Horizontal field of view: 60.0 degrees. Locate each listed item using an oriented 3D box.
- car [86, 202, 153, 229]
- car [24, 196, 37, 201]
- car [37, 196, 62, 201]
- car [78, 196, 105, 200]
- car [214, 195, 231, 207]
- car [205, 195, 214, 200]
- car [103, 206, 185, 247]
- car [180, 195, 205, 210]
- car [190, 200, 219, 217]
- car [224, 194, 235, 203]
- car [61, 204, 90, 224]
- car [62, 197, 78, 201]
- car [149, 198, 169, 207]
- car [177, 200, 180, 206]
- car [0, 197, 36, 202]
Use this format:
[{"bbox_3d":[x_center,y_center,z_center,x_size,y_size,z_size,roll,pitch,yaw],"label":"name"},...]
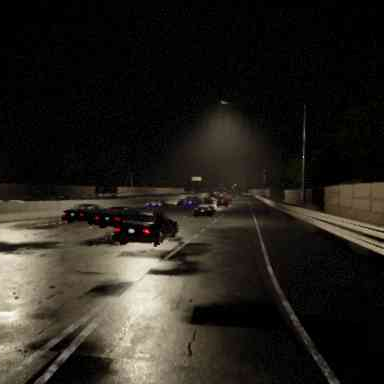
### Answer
[{"bbox_3d":[-4.523,1.625,21.784,2.033,1.411,5.357,1,-1,10],"label":"car"},{"bbox_3d":[-24.706,1.331,50.011,1.812,1.442,4.674,1,0,10],"label":"car"},{"bbox_3d":[-20.964,1.400,51.143,2.128,1.511,4.902,1,0,10],"label":"car"},{"bbox_3d":[-14.270,1.416,48.806,2.097,1.767,4.553,1,0,10],"label":"car"},{"bbox_3d":[5.916,1.924,63.811,2.097,1.767,4.553,1,0,9],"label":"car"},{"bbox_3d":[3.596,2.007,71.529,1.994,1.385,4.181,1,1,9],"label":"car"},{"bbox_3d":[-2.002,1.635,15.712,2.033,1.411,5.357,1,-1,10],"label":"car"},{"bbox_3d":[0.193,1.664,50.255,2.150,2.045,5.566,1,0,9],"label":"car"},{"bbox_3d":[1.435,1.928,36.244,1.994,1.385,4.181,1,-1,9],"label":"car"},{"bbox_3d":[9.286,1.912,85.215,1.882,1.535,5.008,1,1,9],"label":"car"},{"bbox_3d":[-7.581,1.572,24.700,2.033,1.411,5.357,1,-1,10],"label":"car"},{"bbox_3d":[-17.374,1.493,51.402,2.128,1.511,4.902,1,0,10],"label":"car"},{"bbox_3d":[-4.441,1.630,43.604,2.097,1.767,4.553,1,-1,9],"label":"car"},{"bbox_3d":[-1.498,1.952,61.793,2.033,1.411,5.357,1,0,9],"label":"car"},{"bbox_3d":[-17.238,1.433,31.127,1.895,1.301,4.718,1,-1,10],"label":"car"}]
